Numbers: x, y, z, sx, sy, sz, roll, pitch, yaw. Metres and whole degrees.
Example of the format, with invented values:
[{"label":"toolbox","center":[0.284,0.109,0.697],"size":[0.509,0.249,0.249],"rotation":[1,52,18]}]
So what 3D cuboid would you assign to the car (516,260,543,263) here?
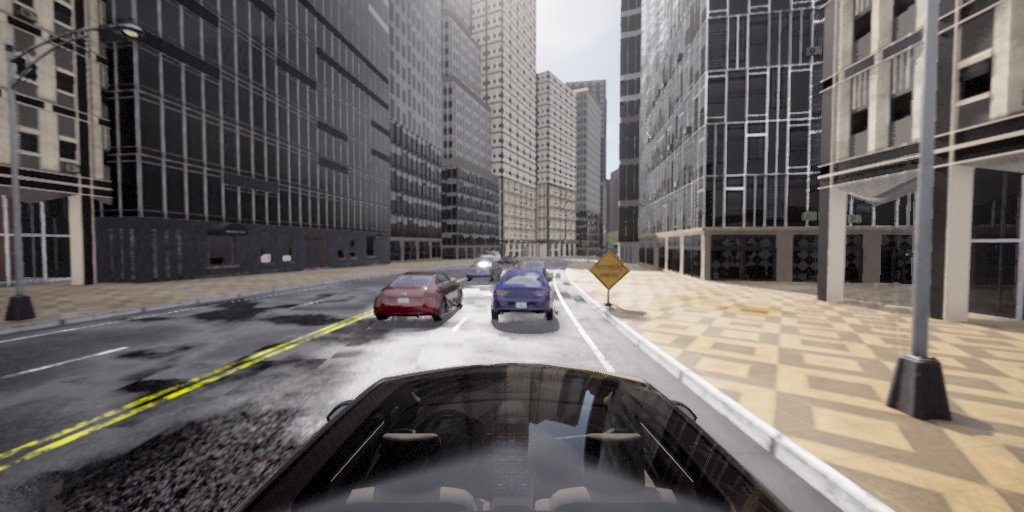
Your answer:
[{"label":"car","center":[1.657,1.021,27.273],"size":[1.895,1.301,4.718],"rotation":[0,1,7]}]

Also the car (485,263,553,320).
[{"label":"car","center":[0.377,1.140,11.955],"size":[1.812,1.442,4.674],"rotation":[0,1,3]}]

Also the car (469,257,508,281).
[{"label":"car","center":[-1.859,0.981,25.302],"size":[2.033,1.411,5.357],"rotation":[0,1,7]}]

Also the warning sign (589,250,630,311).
[{"label":"warning sign","center":[3.104,0.740,11.596],"size":[1.300,1.860,1.060],"rotation":[0,0,3]}]

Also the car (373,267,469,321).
[{"label":"car","center":[-2.879,1.172,11.843],"size":[1.994,1.385,4.181],"rotation":[0,1,3]}]

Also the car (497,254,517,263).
[{"label":"car","center":[-0.427,0.643,53.963],"size":[1.994,1.385,4.181],"rotation":[0,1,13]}]

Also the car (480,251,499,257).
[{"label":"car","center":[-3.367,0.261,55.718],"size":[2.150,2.045,5.566],"rotation":[0,1,13]}]
